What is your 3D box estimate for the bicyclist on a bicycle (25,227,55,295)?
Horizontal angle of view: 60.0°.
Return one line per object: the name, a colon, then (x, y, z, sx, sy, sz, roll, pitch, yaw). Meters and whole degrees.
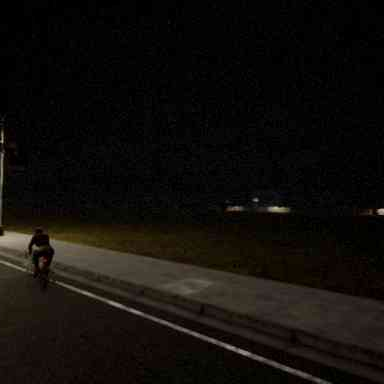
bicyclist on a bicycle: (-3.872, 1.718, 8.461, 1.656, 1.620, 0.582, -2, -3, 43)
